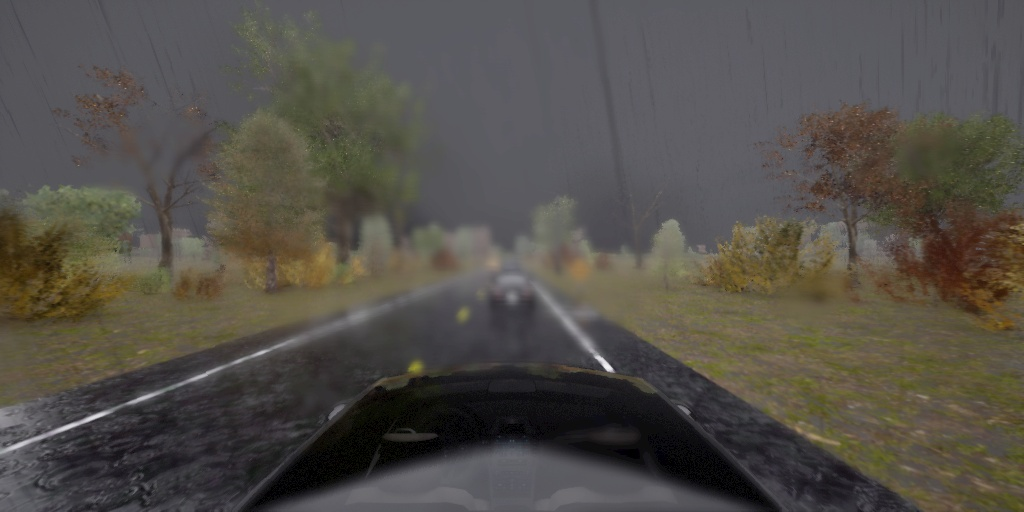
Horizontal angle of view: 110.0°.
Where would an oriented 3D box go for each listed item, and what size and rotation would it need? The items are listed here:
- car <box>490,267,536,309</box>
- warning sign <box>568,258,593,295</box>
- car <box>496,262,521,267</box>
[{"bbox_3d":[0.042,1.408,15.751,1.812,1.442,4.674,0,0,1],"label":"car"},{"bbox_3d":[3.571,1.026,18.826,1.300,1.860,1.060,0,0,0],"label":"warning sign"},{"bbox_3d":[0.056,1.505,30.356,2.128,1.511,4.902,0,0,1],"label":"car"}]
